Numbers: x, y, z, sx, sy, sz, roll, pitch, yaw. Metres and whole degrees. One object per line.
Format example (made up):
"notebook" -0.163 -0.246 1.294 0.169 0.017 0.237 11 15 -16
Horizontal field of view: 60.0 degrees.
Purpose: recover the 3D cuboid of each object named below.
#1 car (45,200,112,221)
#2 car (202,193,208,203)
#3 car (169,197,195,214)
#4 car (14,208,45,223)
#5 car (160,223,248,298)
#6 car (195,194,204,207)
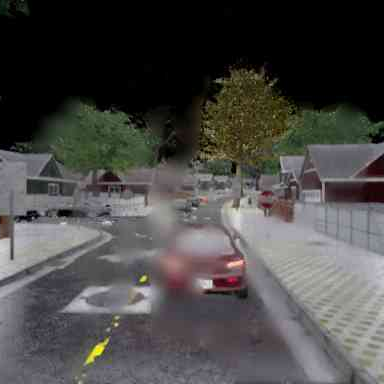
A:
"car" -8.420 1.312 24.651 4.902 1.511 2.128 1 -1 4
"car" 1.652 1.067 58.328 2.097 1.767 4.553 0 0 9
"car" -1.146 1.415 35.099 1.837 1.490 4.892 0 0 6
"car" -12.532 1.335 21.753 4.718 1.301 1.895 1 0 3
"car" 0.281 1.516 8.391 1.812 1.442 4.674 0 0 1
"car" 0.048 1.365 46.429 2.033 1.411 5.357 0 0 7
